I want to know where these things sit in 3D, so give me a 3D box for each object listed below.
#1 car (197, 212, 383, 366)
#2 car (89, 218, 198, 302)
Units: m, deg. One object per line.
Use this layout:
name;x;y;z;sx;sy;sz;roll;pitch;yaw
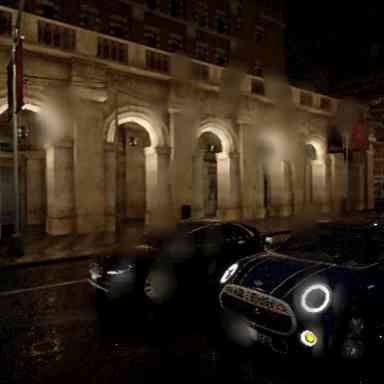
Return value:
car;2.595;1.295;5.853;4.553;1.767;2.097;-1;0;-36
car;-0.045;1.459;8.263;4.892;1.490;1.837;-1;1;-36
